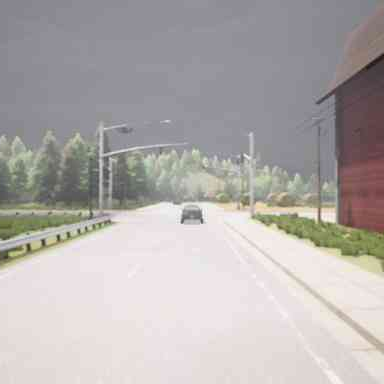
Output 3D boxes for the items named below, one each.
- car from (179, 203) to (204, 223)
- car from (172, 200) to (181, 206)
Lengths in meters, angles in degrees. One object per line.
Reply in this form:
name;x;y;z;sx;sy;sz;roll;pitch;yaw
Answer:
car;0.021;1.845;28.871;1.812;1.442;4.674;0;0;0
car;-3.502;2.445;76.715;1.895;1.301;4.718;0;-1;0
